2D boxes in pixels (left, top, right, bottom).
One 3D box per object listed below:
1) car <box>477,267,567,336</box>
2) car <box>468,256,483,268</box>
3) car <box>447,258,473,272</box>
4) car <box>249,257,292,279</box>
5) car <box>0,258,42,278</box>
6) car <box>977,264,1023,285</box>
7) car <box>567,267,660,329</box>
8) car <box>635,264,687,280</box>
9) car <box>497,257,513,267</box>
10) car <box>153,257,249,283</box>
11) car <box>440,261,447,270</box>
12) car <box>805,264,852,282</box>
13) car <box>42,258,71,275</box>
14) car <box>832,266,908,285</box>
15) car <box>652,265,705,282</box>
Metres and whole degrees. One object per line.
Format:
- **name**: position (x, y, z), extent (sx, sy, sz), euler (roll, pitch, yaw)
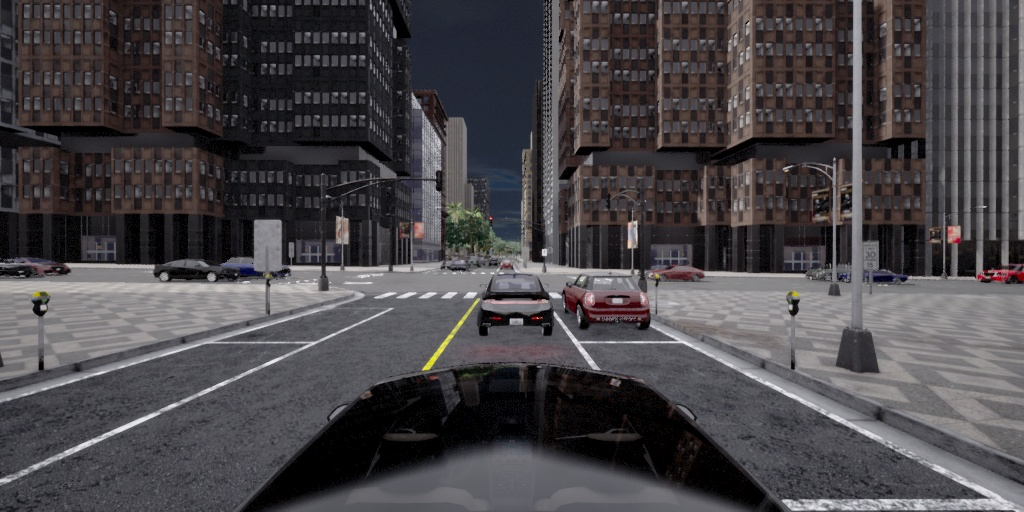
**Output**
- **car**: position (0.076, 1.241, 10.361), extent (2.128, 1.511, 4.902), euler (0, 0, -1)
- **car**: position (-6.688, 0.996, 62.118), extent (2.150, 2.045, 5.566), euler (0, 0, 0)
- **car**: position (-6.509, 1.287, 45.401), extent (2.033, 1.411, 5.357), euler (0, 0, -1)
- **car**: position (-19.602, 0.854, 27.628), extent (4.553, 1.767, 2.097), euler (1, 0, 0)
- **car**: position (-35.691, 0.754, 24.238), extent (5.008, 1.535, 1.882), euler (1, 0, 0)
- **car**: position (48.975, 1.794, 34.837), extent (5.566, 2.045, 2.150), euler (1, 0, -1)
- **car**: position (2.734, 1.189, 11.247), extent (1.967, 1.591, 4.097), euler (0, 0, 0)
- **car**: position (14.340, 1.540, 34.631), extent (4.181, 1.385, 1.994), euler (1, 0, -1)
- **car**: position (-0.762, 1.195, 52.628), extent (1.967, 1.591, 4.097), euler (0, 0, -1)
- **car**: position (-21.274, 0.959, 24.363), extent (5.008, 1.535, 1.882), euler (1, 0, -1)
- **car**: position (-9.287, 1.321, 52.549), extent (1.948, 1.339, 4.313), euler (0, 0, -1)
- **car**: position (31.221, 1.574, 34.771), extent (4.553, 1.767, 2.097), euler (1, 0, 0)
- **car**: position (-36.782, 0.821, 27.480), extent (4.181, 1.385, 1.994), euler (1, 0, 0)
- **car**: position (31.558, 1.830, 31.528), extent (4.718, 1.301, 1.895), euler (1, 0, 0)
- **car**: position (14.351, 1.506, 31.379), extent (4.674, 1.442, 1.812), euler (1, 0, -1)
